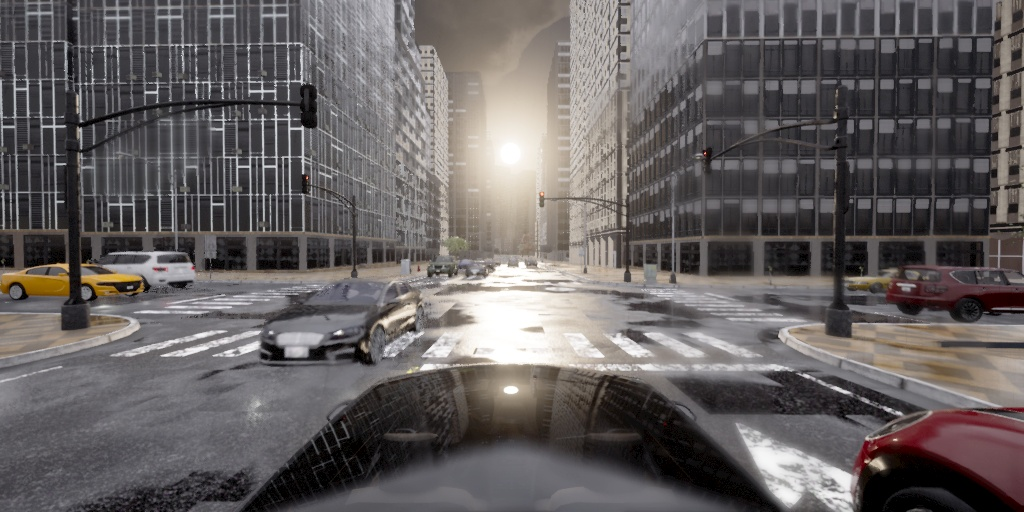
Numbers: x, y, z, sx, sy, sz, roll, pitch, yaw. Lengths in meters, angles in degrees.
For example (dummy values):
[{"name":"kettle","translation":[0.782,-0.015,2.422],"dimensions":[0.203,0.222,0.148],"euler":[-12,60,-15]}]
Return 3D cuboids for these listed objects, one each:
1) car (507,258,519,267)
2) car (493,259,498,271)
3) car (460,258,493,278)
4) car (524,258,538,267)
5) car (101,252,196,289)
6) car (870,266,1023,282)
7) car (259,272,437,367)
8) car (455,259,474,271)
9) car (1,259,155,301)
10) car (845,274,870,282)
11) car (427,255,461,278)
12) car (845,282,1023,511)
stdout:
[{"name":"car","translation":[0.208,1.257,63.378],"dimensions":[1.994,1.385,4.181],"euler":[0,0,0]},{"name":"car","translation":[-3.197,1.313,47.346],"dimensions":[1.895,1.301,4.718],"euler":[0,0,0]},{"name":"car","translation":[-3.240,1.219,33.957],"dimensions":[2.128,1.511,4.902],"euler":[0,0,1]},{"name":"car","translation":[3.459,1.294,63.396],"dimensions":[1.895,1.301,4.718],"euler":[0,0,0]},{"name":"car","translation":[-19.704,0.778,18.711],"dimensions":[5.566,2.045,2.150],"euler":[1,1,5]},{"name":"car","translation":[16.226,1.280,12.538],"dimensions":[5.009,1.841,2.192],"euler":[0,0,1]},{"name":"car","translation":[-3.327,1.255,8.017],"dimensions":[2.128,1.511,4.902],"euler":[0,-1,0]},{"name":"car","translation":[-6.438,1.188,49.079],"dimensions":[1.882,1.535,5.008],"euler":[0,0,0]},{"name":"car","translation":[-19.228,1.084,15.820],"dimensions":[5.008,1.535,1.882],"euler":[1,1,3]},{"name":"car","translation":[21.865,1.406,20.804],"dimensions":[4.829,1.417,1.751],"euler":[0,0,1]},{"name":"car","translation":[-6.482,0.950,34.201],"dimensions":[2.150,2.045,5.566],"euler":[0,0,0]},{"name":"car","translation":[3.253,1.103,0.425],"dimensions":[2.097,1.767,4.553],"euler":[0,0,0]}]
